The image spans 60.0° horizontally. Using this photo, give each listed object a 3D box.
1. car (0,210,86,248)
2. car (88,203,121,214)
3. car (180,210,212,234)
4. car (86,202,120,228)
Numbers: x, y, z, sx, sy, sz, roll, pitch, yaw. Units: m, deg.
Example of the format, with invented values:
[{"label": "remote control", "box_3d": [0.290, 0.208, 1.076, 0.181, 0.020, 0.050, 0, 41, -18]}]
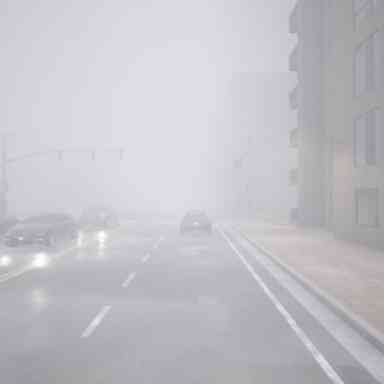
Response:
[{"label": "car", "box_3d": [-6.979, 1.717, 16.042, 1.837, 1.490, 4.892, 0, -1, 1]}, {"label": "car", "box_3d": [-11.466, 2.136, 43.475, 4.181, 1.385, 1.994, 0, -1, 34]}, {"label": "car", "box_3d": [0.233, 1.850, 21.515, 1.994, 1.385, 4.181, 0, -1, 0]}, {"label": "car", "box_3d": [-6.847, 1.676, 24.560, 2.097, 1.767, 4.553, 0, -1, 0]}]
